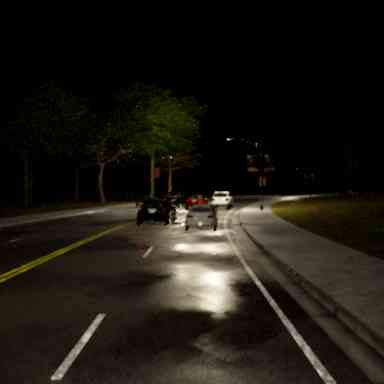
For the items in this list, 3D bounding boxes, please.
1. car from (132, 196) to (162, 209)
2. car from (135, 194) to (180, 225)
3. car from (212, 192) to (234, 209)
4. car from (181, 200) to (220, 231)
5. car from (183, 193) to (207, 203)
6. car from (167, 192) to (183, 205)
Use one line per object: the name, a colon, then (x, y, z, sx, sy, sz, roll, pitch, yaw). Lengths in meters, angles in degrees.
car: (-5.788, 1.326, 43.408, 2.128, 1.511, 4.902, 0, 0, 14)
car: (-2.360, 1.263, 23.359, 2.097, 1.767, 4.553, 0, 0, 5)
car: (3.804, 1.008, 40.833, 2.150, 2.045, 5.566, 0, 0, 13)
car: (0.627, 1.447, 20.087, 1.812, 1.442, 4.674, 0, 1, 5)
car: (0.705, 1.157, 41.675, 2.097, 1.767, 4.553, 0, 0, 13)
car: (-2.383, 1.038, 43.674, 2.150, 2.045, 5.566, 0, 0, 14)
